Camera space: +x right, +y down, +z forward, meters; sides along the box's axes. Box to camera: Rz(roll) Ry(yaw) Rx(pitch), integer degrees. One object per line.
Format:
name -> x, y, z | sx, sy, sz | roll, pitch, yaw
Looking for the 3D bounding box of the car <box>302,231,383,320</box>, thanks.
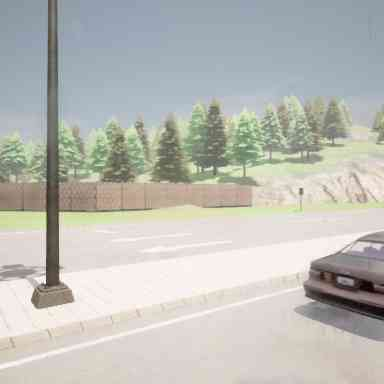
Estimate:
car -> 4.617, 1.547, 7.039 | 5.357, 1.411, 2.033 | 0, 0, -35
